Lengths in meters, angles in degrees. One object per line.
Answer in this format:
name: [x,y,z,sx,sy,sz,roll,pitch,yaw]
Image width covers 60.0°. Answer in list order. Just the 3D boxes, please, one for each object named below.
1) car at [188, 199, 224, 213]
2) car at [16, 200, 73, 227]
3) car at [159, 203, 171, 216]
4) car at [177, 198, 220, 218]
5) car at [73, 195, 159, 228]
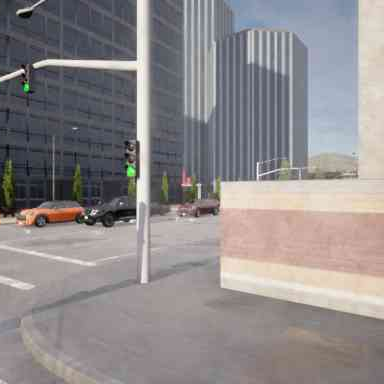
car: [1.750,1.559,39.094,1.837,1.490,4.892,0,0,36]
car: [-9.701,1.407,23.169,2.097,1.767,4.553,0,0,36]
car: [-4.175,1.602,30.864,2.033,1.411,5.357,0,0,36]
car: [0.584,1.407,31.485,2.097,1.767,4.553,0,0,36]
car: [-5.145,1.276,23.516,2.150,2.045,5.566,0,0,36]
